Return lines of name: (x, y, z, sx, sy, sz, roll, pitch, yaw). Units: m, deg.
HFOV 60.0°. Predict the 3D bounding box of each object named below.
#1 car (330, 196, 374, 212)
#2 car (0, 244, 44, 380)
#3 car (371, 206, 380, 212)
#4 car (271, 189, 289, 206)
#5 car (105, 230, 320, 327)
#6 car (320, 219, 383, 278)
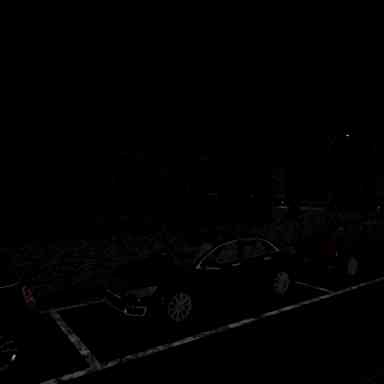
car: (15.992, 1.171, 33.015, 2.128, 1.511, 4.902, 0, 1, -36)
car: (-4.029, 1.440, 3.776, 4.097, 1.590, 1.967, 0, 0, -36)
car: (9.293, 1.441, 13.292, 4.097, 1.590, 1.967, 0, 0, -36)
car: (9.891, 0.698, 41.527, 2.150, 2.045, 5.566, 0, 1, -35)
car: (0.412, 1.551, 6.948, 4.403, 1.369, 2.008, 0, 0, -36)
car: (4.852, 1.545, 10.120, 4.507, 1.381, 1.887, 0, 0, -36)
